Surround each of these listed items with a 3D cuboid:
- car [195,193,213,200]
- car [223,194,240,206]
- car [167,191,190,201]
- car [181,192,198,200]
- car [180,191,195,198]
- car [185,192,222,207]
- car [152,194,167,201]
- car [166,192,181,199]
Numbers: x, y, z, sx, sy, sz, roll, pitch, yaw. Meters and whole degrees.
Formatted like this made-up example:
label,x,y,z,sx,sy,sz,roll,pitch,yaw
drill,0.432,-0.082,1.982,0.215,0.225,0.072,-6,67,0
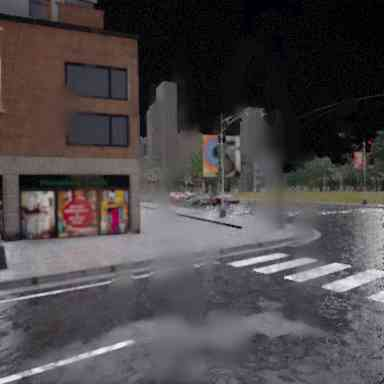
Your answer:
label,x,y,z,sx,sy,sz,roll,pitch,yaw
car,2.416,0.861,66.073,1.895,1.301,4.718,-1,1,-21
car,4.370,0.974,42.426,1.882,1.535,5.008,-1,1,-21
car,-2.512,0.742,60.612,2.097,1.767,4.553,-1,1,-20
car,-0.611,0.842,64.888,1.812,1.442,4.674,-1,1,-21
car,-1.125,0.590,75.352,1.882,1.535,5.008,-1,1,-21
car,1.311,1.099,41.325,2.033,1.411,5.357,-1,1,-21
car,-6.045,1.004,60.788,1.994,1.385,4.181,-1,1,-21
car,-4.161,0.668,74.195,1.837,1.490,4.892,-1,1,-21
